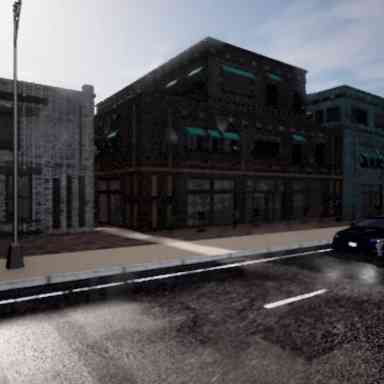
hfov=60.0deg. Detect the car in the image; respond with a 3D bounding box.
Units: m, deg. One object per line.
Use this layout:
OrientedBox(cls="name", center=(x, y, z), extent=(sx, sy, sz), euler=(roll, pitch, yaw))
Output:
OrientedBox(cls="car", center=(7.288, 1.674, 12.878), extent=(4.181, 1.385, 1.994), euler=(1, 0, -35))
